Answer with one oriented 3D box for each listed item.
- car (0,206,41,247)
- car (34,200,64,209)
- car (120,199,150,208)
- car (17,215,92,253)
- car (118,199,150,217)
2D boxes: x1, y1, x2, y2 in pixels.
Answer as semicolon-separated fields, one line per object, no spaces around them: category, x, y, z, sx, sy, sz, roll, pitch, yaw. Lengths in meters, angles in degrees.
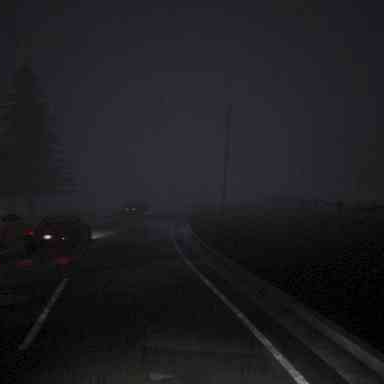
car;-9.488;1.752;16.432;1.882;1.535;5.008;-2;0;-6
car;-24.093;2.162;55.964;4.892;1.490;1.837;-2;0;-13
car;-8.828;1.753;51.499;4.718;1.301;1.895;-2;0;37
car;-5.808;1.718;14.890;1.994;1.385;4.181;-2;0;-6
car;-5.836;1.650;33.380;2.033;1.411;5.357;-2;0;5
